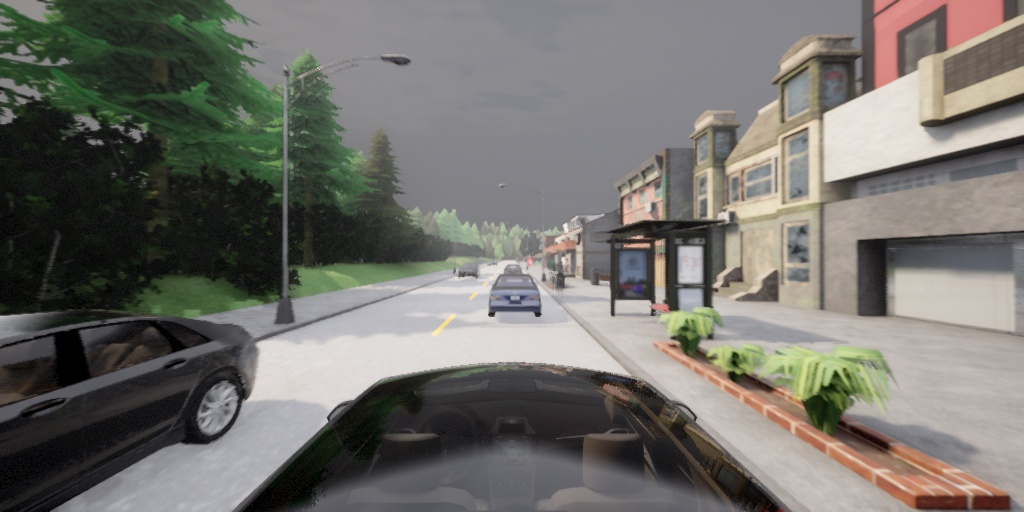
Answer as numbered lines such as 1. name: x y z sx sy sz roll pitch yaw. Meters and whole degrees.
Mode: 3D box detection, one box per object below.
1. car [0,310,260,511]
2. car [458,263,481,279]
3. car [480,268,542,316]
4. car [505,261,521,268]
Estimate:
1. car: -4.100 1.259 2.526 1.837 1.490 4.892 0 0 0
2. car: -4.096 1.447 34.854 1.837 1.490 4.892 0 -1 0
3. car: 0.096 1.366 13.669 2.033 1.411 5.357 0 0 0
4. car: 0.101 1.489 35.107 2.033 1.411 5.357 0 0 0
